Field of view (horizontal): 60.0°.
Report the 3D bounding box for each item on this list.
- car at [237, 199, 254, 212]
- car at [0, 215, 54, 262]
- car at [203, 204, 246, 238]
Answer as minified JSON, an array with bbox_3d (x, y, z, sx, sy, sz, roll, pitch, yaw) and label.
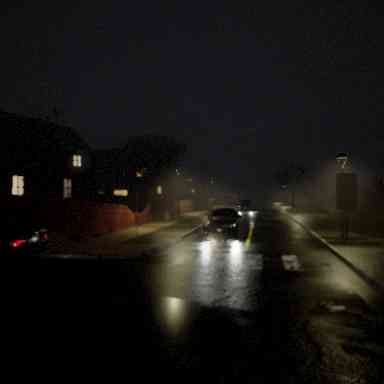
[{"bbox_3d":[6.948,1.723,43.009,1.837,1.490,4.892,0,0,12],"label":"car"},{"bbox_3d":[-6.700,1.191,9.179,5.357,1.411,2.033,3,0,6],"label":"car"},{"bbox_3d":[1.847,1.632,18.694,1.812,1.442,4.674,0,0,12],"label":"car"}]
